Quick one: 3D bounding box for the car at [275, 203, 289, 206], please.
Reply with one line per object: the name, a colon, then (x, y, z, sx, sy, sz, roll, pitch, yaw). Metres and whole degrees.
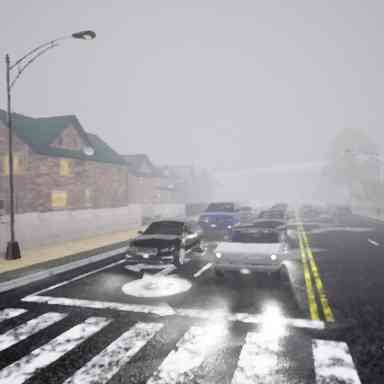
car: (7.447, 1.989, 28.591, 2.128, 1.511, 4.902, -1, -1, 17)

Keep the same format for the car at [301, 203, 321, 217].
car: (14.471, 2.250, 40.267, 1.895, 1.301, 4.718, -1, -1, 17)

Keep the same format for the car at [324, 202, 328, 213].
car: (20.386, 2.241, 48.573, 2.128, 1.511, 4.902, -1, -1, 17)

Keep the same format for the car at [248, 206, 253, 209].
car: (5.125, 2.107, 32.090, 1.837, 1.490, 4.892, -1, -1, 17)

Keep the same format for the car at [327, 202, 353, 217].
car: (17.478, 2.146, 38.990, 1.994, 1.385, 4.181, -1, -1, 17)

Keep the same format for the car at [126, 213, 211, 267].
car: (-0.795, 1.786, 12.703, 1.837, 1.490, 4.892, -1, -1, 15)

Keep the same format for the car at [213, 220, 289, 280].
car: (2.031, 1.804, 10.822, 1.895, 1.301, 4.718, -1, -1, 17)

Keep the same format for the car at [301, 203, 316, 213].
car: (17.376, 2.381, 49.837, 1.994, 1.385, 4.181, -1, -1, 17)

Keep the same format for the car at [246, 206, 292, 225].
car: (4.738, 1.842, 19.726, 2.128, 1.511, 4.902, -1, -1, 17)

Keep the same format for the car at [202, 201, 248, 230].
car: (2.069, 1.658, 22.142, 2.150, 2.045, 5.566, -1, -1, 17)
